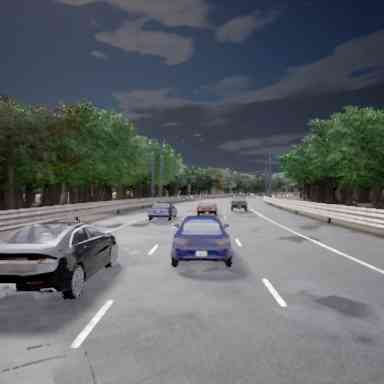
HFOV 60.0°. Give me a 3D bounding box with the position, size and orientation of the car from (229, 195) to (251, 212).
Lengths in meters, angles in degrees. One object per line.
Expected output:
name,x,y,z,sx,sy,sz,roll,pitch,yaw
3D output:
car,5.546,1.412,39.433,1.837,1.490,4.892,0,0,5

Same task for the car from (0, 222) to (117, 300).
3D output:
car,-3.251,1.490,8.386,2.128,1.511,4.902,0,0,1

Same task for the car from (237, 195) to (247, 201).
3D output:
car,12.824,1.520,84.627,2.128,1.511,4.902,0,0,13

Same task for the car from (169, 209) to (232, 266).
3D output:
car,0.334,1.529,11.438,1.812,1.442,4.674,0,0,2

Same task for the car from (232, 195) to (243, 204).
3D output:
car,8.617,1.433,62.704,2.128,1.511,4.902,0,0,9

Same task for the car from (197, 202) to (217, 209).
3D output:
car,1.531,1.606,32.395,1.895,1.301,4.718,0,0,5

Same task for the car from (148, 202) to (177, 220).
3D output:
car,-2.360,1.548,27.551,2.033,1.411,5.357,0,0,4
